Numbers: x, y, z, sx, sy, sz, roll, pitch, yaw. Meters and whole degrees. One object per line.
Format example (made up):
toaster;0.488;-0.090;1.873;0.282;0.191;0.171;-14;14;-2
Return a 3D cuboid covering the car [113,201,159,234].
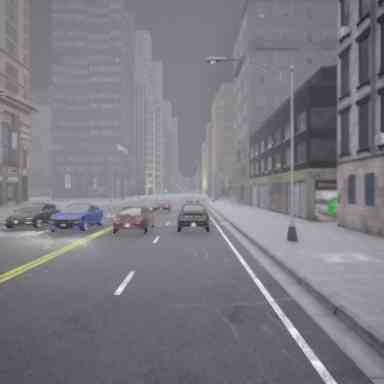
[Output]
car;-3.199;1.464;18.814;1.812;1.442;4.674;0;0;0

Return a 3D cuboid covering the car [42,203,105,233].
car;-6.587;1.417;19.542;1.882;1.535;5.008;0;0;0

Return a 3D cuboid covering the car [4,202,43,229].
car;-9.829;1.445;21.009;1.837;1.490;4.892;0;0;0

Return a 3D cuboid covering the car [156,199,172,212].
car;-3.196;1.475;36.847;1.895;1.301;4.718;0;0;0

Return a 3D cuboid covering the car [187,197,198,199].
car;0.060;1.358;38.124;2.128;1.511;4.902;0;0;0

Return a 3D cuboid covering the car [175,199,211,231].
car;0.079;1.437;19.826;1.837;1.490;4.892;0;1;0
